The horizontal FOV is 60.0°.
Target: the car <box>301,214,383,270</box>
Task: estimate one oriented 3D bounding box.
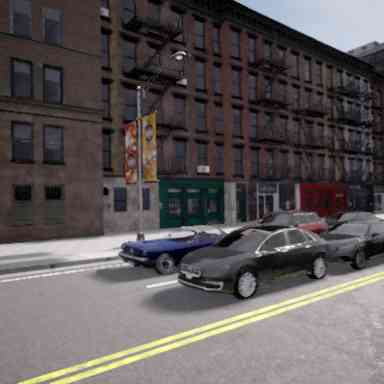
[{"bbox_3d":[5.965,1.735,11.998,4.674,1.442,1.812,0,-2,-37],"label":"car"}]

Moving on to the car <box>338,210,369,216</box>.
[{"bbox_3d":[8.612,1.793,18.119,5.008,1.535,1.882,0,-2,-37],"label":"car"}]

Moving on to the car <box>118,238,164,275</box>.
[{"bbox_3d":[-0.098,1.891,11.661,4.718,1.301,1.895,0,-2,-37],"label":"car"}]

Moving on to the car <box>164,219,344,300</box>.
[{"bbox_3d":[1.874,1.705,9.084,4.892,1.490,1.837,1,-2,-37],"label":"car"}]

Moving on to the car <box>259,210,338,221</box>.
[{"bbox_3d":[4.048,1.651,14.628,4.553,1.767,2.097,0,-2,-37],"label":"car"}]
